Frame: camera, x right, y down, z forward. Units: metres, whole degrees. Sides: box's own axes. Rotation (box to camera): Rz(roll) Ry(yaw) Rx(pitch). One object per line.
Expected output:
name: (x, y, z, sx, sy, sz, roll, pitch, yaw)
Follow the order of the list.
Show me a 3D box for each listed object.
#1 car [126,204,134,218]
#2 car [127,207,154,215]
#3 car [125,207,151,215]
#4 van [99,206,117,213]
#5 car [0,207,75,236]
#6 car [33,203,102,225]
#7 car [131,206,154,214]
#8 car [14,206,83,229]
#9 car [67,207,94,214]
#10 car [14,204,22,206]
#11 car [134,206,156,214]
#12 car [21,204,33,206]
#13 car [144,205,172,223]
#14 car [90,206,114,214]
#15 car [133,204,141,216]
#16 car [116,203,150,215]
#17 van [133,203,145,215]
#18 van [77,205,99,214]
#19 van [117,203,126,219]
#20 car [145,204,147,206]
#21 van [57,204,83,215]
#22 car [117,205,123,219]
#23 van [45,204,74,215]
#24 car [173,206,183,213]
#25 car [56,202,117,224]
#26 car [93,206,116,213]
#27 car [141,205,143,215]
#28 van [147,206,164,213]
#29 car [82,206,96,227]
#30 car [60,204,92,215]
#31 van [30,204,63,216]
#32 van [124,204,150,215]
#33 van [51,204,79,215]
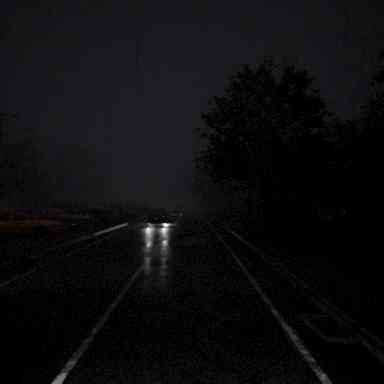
car: (-10.317, 2.642, 41.892, 5.008, 1.535, 2.097, 0, -2, 0)
car: (-10.286, 3.746, 66.833, 5.008, 1.535, 2.097, 0, -3, 0)
car: (-10.296, 3.635, 64.059, 4.674, 1.452, 2.002, 0, -3, 0)
van: (-23.234, 4.882, 91.883, 4.442, 1.987, 1.878, 0, -3, 0)
car: (-10.144, 1.840, 19.713, 5.366, 1.575, 1.946, 0, -2, 0)
car: (-10.354, 1.989, 28.031, 4.553, 1.767, 2.185, 0, -2, 0)
car: (-10.258, 3.771, 69.612, 4.553, 1.767, 2.185, 0, -3, 0)
car: (-10.333, 1.926, 22.480, 4.892, 1.521, 2.231, 0, -2, 0)
car: (-23.363, 3.903, 69.742, 5.008, 1.535, 2.097, 0, -3, 0)
car: (-23.388, 2.539, 39.196, 5.008, 1.535, 2.097, 0, -2, 0)
car: (-10.255, 3.922, 72.384, 4.553, 1.767, 2.185, 0, -3, 0)
car: (-23.386, 2.650, 42.090, 5.008, 1.535, 2.097, 0, -2, 0)
car: (-3.337, 2.353, 33.801, 1.837, 1.490, 4.892, 0, -2, 0)
car: (-23.327, 4.555, 86.353, 5.566, 2.045, 2.435, 0, -3, 0)
car: (-10.277, 2.884, 47.438, 4.792, 1.488, 2.163, 0, -2, 0)
car: (-10.326, 3.043, 58.530, 5.566, 2.045, 2.435, 0, -3, 0)
van: (-10.186, 2.841, 52.997, 4.442, 1.987, 1.878, 0, -2, 0)
van: (-23.481, 3.972, 75.161, 4.442, 1.987, 1.878, 0, -3, 0)
van: (-10.431, 2.311, 39.126, 4.442, 1.987, 1.878, 0, -2, 0)
car: (-10.329, 3.203, 55.768, 4.792, 1.488, 2.163, 0, -3, 0)
van: (-23.490, 3.370, 64.097, 4.442, 1.987, 1.878, 0, -3, 0)
car: (-10.319, 2.470, 36.342, 4.674, 1.452, 2.002, 0, -2, 0)
van: (-23.261, 3.069, 58.557, 4.442, 1.987, 1.878, 0, -3, 0)
car: (-3.250, 3.956, 75.627, 2.097, 1.767, 4.553, 0, -3, 0)
car: (-10.292, 1.967, 30.805, 5.566, 2.045, 2.435, 0, -2, 0)
car: (-23.325, 4.706, 89.119, 5.566, 2.045, 2.435, 0, -3, 0)
car: (-10.307, 3.001, 50.213, 4.674, 1.452, 2.002, 0, -2, 0)
van: (-10.385, 5.028, 94.566, 4.442, 1.987, 1.878, 0, -3, 0)
car: (-10.332, 2.016, 25.251, 5.008, 1.535, 2.097, 0, -2, 0)
car: (-23.343, 3.495, 66.865, 5.566, 2.045, 2.435, 0, -3, 0)
van: (-23.265, 2.848, 53.170, 4.442, 1.987, 1.878, 0, -2, 0)
van: (-10.179, 3.219, 61.301, 4.442, 1.987, 1.878, 0, -3, 0)
van: (-23.492, 3.227, 61.456, 4.442, 1.987, 1.878, 0, -3, 0)
